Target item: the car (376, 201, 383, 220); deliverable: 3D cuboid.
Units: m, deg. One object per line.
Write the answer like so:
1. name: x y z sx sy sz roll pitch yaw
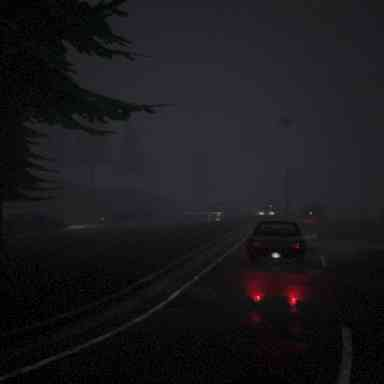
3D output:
1. car: 17.921 1.699 29.652 2.128 1.511 4.902 -1 -1 29

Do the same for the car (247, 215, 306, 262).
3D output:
1. car: 3.331 1.755 12.794 1.895 1.301 4.718 -1 -1 17

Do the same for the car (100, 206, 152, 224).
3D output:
1. car: -5.878 2.035 30.037 2.128 1.511 4.902 -2 -1 44

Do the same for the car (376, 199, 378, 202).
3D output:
1. car: 42.339 2.124 77.836 2.128 1.511 4.902 -1 -1 31

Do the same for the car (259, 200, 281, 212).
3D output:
1. car: 11.420 1.936 48.674 2.097 1.767 4.553 -1 -1 31

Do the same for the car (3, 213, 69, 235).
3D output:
1. car: -10.556 2.012 20.657 5.357 1.411 2.033 0 -1 -43

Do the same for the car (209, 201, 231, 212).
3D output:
1. car: 4.252 2.213 50.323 1.837 1.490 4.892 -1 -1 31

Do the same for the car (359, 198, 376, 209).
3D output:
1. car: 28.690 1.986 54.783 2.033 1.411 5.357 -1 -1 31

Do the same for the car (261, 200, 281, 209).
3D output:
1. car: 14.367 2.212 60.345 2.128 1.511 4.902 -1 -1 31

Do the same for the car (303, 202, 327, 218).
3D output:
1. car: 12.965 1.863 35.074 1.837 1.490 4.892 -1 -1 29
